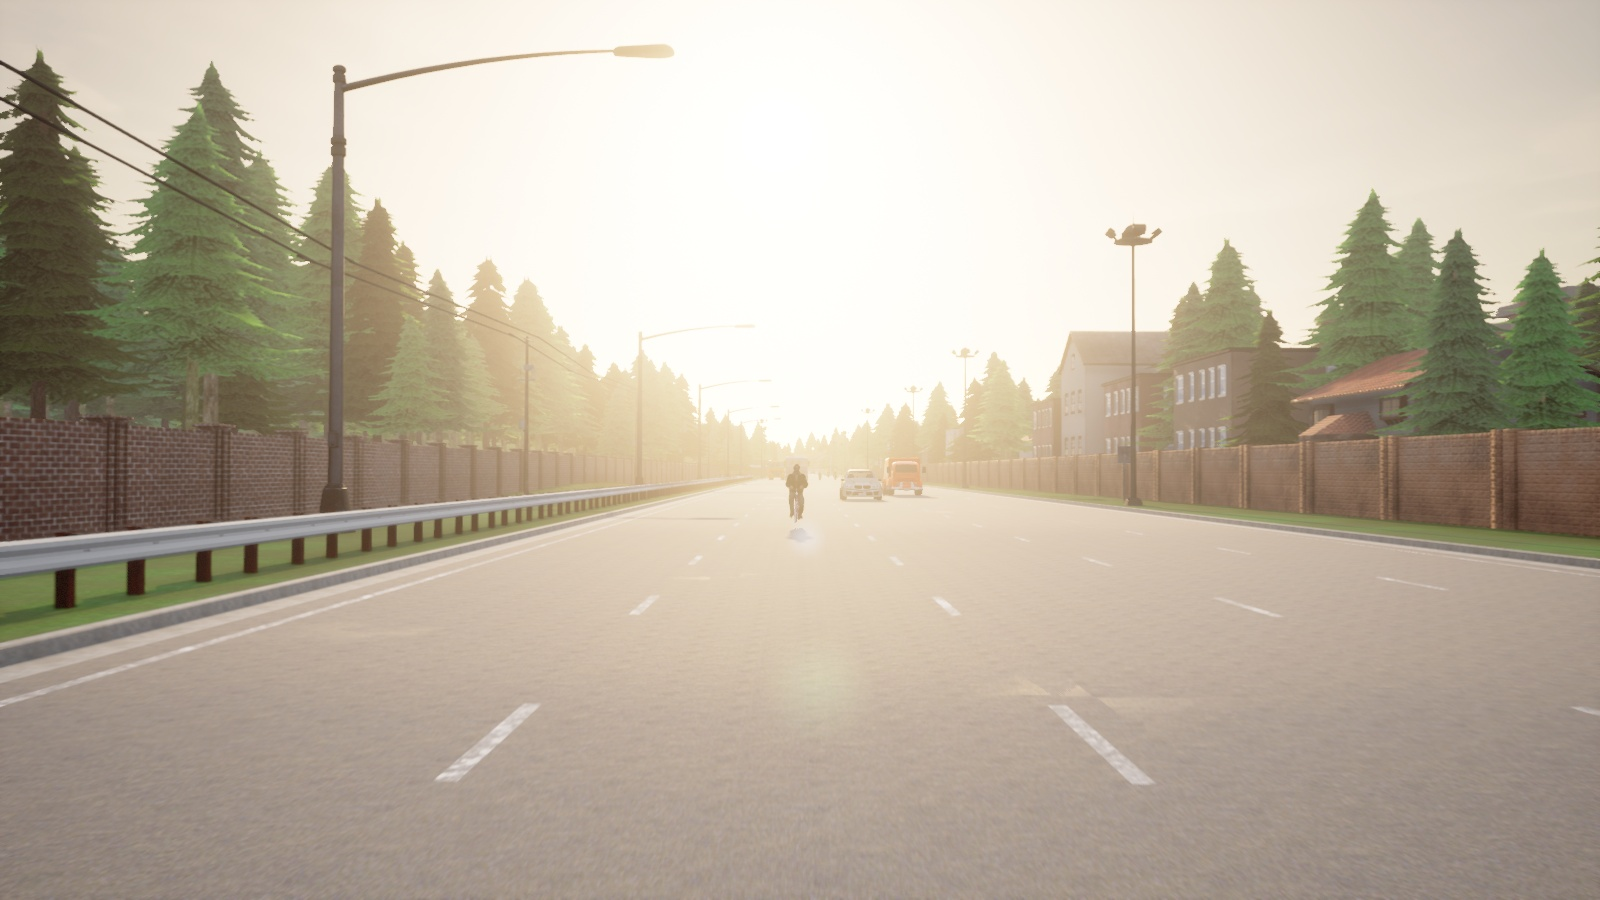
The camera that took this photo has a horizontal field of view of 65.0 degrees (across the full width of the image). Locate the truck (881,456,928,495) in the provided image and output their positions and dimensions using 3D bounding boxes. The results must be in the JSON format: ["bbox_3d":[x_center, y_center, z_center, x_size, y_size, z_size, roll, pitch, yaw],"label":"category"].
[{"bbox_3d":[6.794,1.681,82.462,2.627,2.467,5.204,0,-1,0],"label":"truck"}]

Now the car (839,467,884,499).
[{"bbox_3d":[3.329,1.798,68.821,2.242,1.667,4.611,0,-1,0],"label":"car"}]
